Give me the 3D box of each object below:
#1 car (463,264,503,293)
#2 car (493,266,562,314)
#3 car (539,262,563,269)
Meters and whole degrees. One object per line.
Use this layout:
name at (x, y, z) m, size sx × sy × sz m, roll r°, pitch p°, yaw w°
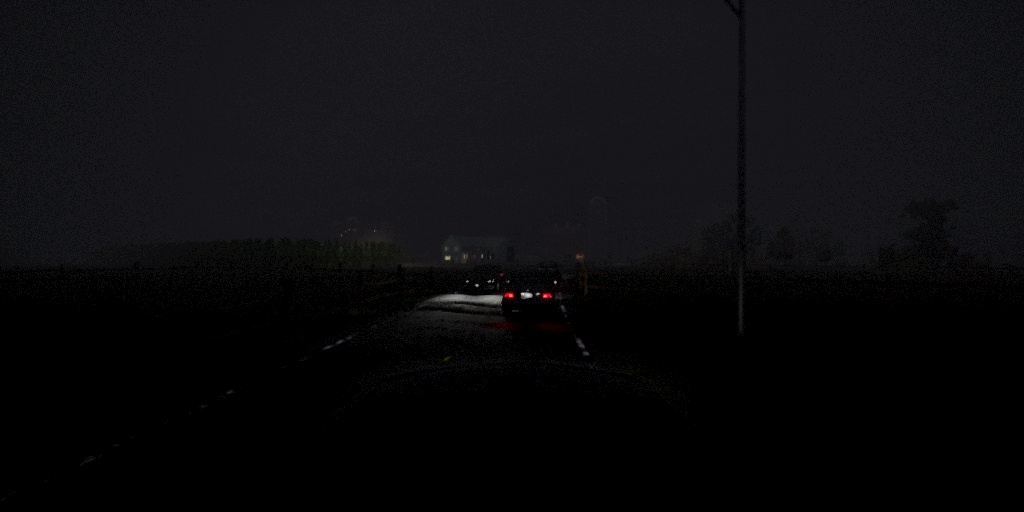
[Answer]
car at (-1.423, 1.228, 20.509) m, size 1.837 × 1.490 × 4.892 m, roll 0°, pitch 0°, yaw 8°
car at (0.735, 1.285, 13.724) m, size 2.033 × 1.411 × 5.357 m, roll 0°, pitch 0°, yaw 5°
car at (3.073, 1.224, 29.405) m, size 2.128 × 1.511 × 4.902 m, roll 0°, pitch 0°, yaw 11°
